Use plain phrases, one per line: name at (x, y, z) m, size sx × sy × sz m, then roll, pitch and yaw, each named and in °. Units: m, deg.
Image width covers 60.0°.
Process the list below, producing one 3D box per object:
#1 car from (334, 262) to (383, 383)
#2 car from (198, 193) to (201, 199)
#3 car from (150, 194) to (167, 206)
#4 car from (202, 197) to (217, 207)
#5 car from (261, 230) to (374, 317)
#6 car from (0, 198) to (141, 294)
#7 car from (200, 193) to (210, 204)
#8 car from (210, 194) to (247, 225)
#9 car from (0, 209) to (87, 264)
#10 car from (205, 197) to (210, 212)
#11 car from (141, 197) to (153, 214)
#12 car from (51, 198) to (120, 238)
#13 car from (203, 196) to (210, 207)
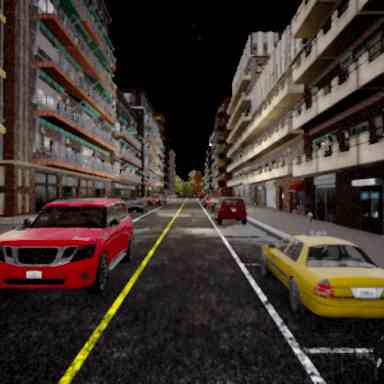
car at (2.701, 1.548, 1.707) m, size 2.008 × 1.369 × 4.403 m, roll 1°, pitch 0°, yaw 0°
car at (2.728, 1.210, 79.658) m, size 2.192 × 1.841 × 5.009 m, roll 1°, pitch 0°, yaw 0°
car at (-5.660, 1.243, 51.854) m, size 2.192 × 1.841 × 5.009 m, roll 1°, pitch 0°, yaw 0°
car at (2.717, 1.478, 51.818) m, size 2.008 × 1.369 × 4.403 m, roll 1°, pitch 0°, yaw 0°
car at (2.703, 1.514, 7.445) m, size 1.752 × 1.417 × 4.829 m, roll 1°, pitch 0°, yaw 0°
car at (-2.997, 1.210, 9.074) m, size 2.150 × 2.045 × 5.566 m, roll 0°, pitch 0°, yaw 0°
car at (2.717, 1.249, 46.249) m, size 2.192 × 1.841 × 5.009 m, roll 1°, pitch 0°, yaw 0°
car at (2.711, 1.279, 23.978) m, size 2.192 × 1.841 × 5.009 m, roll 1°, pitch 0°, yaw 0°
car at (-5.676, 1.506, 12.709) m, size 1.752 × 1.417 × 4.829 m, roll 1°, pitch 0°, yaw 0°
car at (2.711, 1.500, 35.115) m, size 2.008 × 1.369 × 4.403 m, roll 1°, pitch 0°, yaw 0°
car at (-5.669, 1.515, 35.151) m, size 1.947 × 1.339 × 4.313 m, roll 1°, pitch 0°, yaw 0°
car at (-5.671, 1.287, 18.446) m, size 2.192 × 1.841 × 5.009 m, roll 1°, pitch 0°, yaw 0°
car at (2.713, 1.486, 40.682) m, size 1.887 × 1.381 × 4.507 m, roll 1°, pitch 0°, yaw 0°
